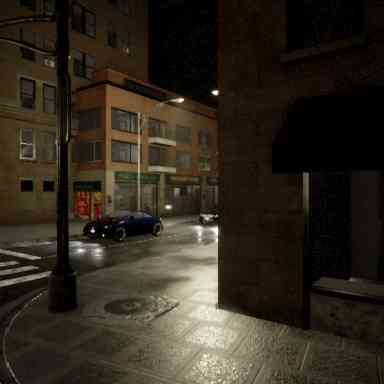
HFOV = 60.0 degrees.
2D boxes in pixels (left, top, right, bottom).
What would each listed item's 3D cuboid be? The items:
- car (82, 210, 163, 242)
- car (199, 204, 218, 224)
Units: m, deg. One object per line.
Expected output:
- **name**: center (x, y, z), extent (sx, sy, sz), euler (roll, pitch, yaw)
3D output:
- **car**: center (-3.345, 1.595, 16.696), extent (1.994, 1.385, 4.181), euler (0, 0, 35)
- **car**: center (2.368, 1.580, 24.704), extent (1.812, 1.442, 4.674), euler (0, 0, 35)
